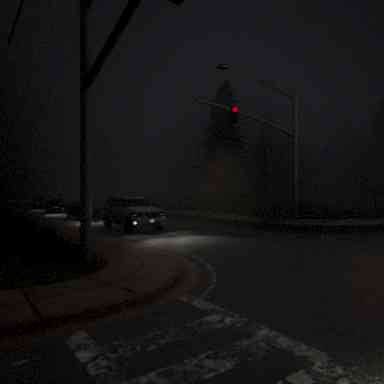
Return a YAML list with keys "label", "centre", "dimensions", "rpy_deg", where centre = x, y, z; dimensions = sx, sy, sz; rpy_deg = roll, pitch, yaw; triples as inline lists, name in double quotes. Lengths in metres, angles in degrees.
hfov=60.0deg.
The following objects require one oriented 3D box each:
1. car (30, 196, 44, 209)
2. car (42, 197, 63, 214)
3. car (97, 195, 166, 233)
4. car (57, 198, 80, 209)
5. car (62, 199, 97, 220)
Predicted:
- label: "car"
  centre: [-20.424, 1.371, 44.904]
  dimensions: [2.097, 1.767, 4.553]
  rpy_deg: [0, 0, -34]
- label: "car"
  centre: [-14.748, 1.524, 36.555]
  dimensions: [1.837, 1.490, 4.892]
  rpy_deg: [0, 0, -34]
- label: "car"
  centre: [-3.728, 1.241, 20.459]
  dimensions: [2.150, 2.045, 5.566]
  rpy_deg: [0, 0, -34]
- label: "car"
  centre: [-17.514, 1.617, 47.120]
  dimensions: [1.895, 1.301, 4.718]
  rpy_deg: [0, 0, -34]
- label: "car"
  centre: [-9.365, 1.497, 28.690]
  dimensions: [1.882, 1.535, 5.008]
  rpy_deg: [0, 0, -35]
